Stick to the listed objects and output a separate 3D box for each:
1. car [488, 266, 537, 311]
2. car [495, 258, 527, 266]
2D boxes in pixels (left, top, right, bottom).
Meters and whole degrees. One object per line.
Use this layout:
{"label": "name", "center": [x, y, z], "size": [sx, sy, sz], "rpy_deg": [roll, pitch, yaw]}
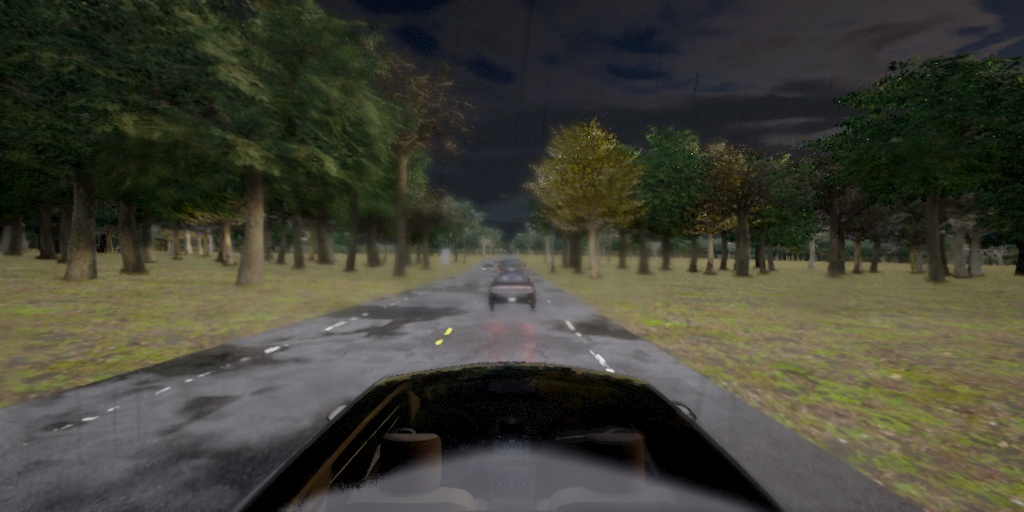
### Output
{"label": "car", "center": [0.024, 1.380, 15.359], "size": [2.128, 1.511, 4.902], "rpy_deg": [0, 0, 0]}
{"label": "car", "center": [0.017, 1.239, 29.417], "size": [2.150, 2.045, 5.566], "rpy_deg": [0, 0, 0]}
